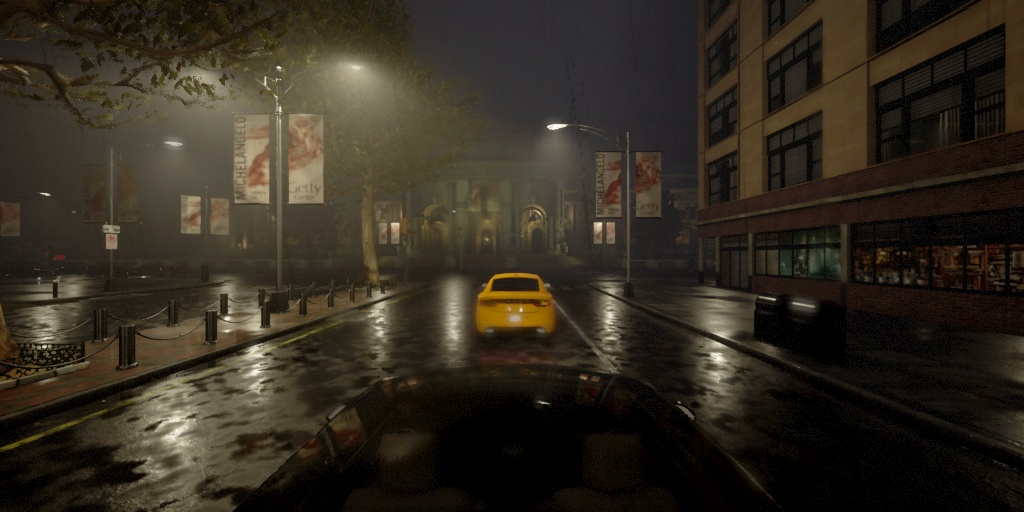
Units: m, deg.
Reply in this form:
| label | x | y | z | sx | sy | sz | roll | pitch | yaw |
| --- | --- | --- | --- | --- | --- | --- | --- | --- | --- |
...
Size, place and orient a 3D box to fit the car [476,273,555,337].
| label | x | y | z | sx | sy | sz | roll | pitch | yaw |
| --- | --- | --- | --- | --- | --- | --- | --- | --- | --- |
| car | 0.119 | 1.228 | 10.351 | 1.882 | 1.535 | 5.008 | 0 | 0 | 1 |

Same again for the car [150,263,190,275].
| label | x | y | z | sx | sy | sz | roll | pitch | yaw |
| --- | --- | --- | --- | --- | --- | --- | --- | --- | --- |
| car | -37.404 | 1.351 | 38.290 | 4.718 | 1.301 | 1.895 | 0 | 0 | 0 |

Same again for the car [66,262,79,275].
| label | x | y | z | sx | sy | sz | roll | pitch | yaw |
| --- | --- | --- | --- | --- | --- | --- | --- | --- | --- |
| car | -47.010 | 1.297 | 38.344 | 5.357 | 1.411 | 2.033 | 0 | 0 | 0 |

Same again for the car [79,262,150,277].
| label | x | y | z | sx | sy | sz | roll | pitch | yaw |
| --- | --- | --- | --- | --- | --- | --- | --- | --- | --- |
| car | -38.513 | 1.314 | 34.793 | 4.181 | 1.385 | 1.994 | 0 | 0 | 0 |

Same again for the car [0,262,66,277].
| label | x | y | z | sx | sy | sz | roll | pitch | yaw |
| --- | --- | --- | --- | --- | --- | --- | --- | --- | --- |
| car | -47.082 | 1.276 | 34.831 | 4.674 | 1.442 | 1.812 | 0 | 0 | 0 |
